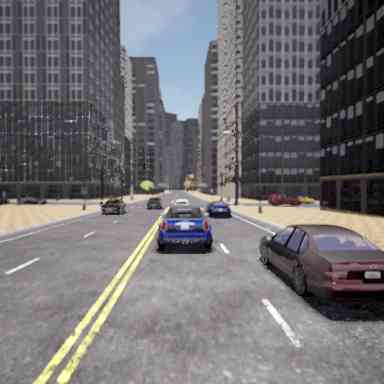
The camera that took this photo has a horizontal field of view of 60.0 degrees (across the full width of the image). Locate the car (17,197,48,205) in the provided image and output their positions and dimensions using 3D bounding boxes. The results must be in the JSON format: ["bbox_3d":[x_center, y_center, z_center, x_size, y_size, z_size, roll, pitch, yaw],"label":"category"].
[{"bbox_3d":[-24.490,1.371,51.121,4.313,1.339,1.947,0,1,-1],"label":"car"}]

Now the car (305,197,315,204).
[{"bbox_3d":[19.732,1.459,60.501,4.829,1.417,1.752,0,1,-1],"label":"car"}]

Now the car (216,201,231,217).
[{"bbox_3d":[2.362,1.487,30.391,1.994,1.385,4.181,0,0,-2],"label":"car"}]

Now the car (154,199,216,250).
[{"bbox_3d":[-0.324,1.321,14.455,2.097,1.767,4.553,0,0,-2],"label":"car"}]

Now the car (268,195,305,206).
[{"bbox_3d":[14.430,1.368,52.015,5.009,1.841,2.192,0,1,-1],"label":"car"}]

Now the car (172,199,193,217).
[{"bbox_3d":[-0.945,1.453,31.843,1.812,1.442,4.674,0,0,-2],"label":"car"}]

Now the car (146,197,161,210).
[{"bbox_3d":[-4.690,1.415,42.204,1.837,1.490,4.892,0,0,-2],"label":"car"}]

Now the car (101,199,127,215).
[{"bbox_3d":[-7.666,1.448,32.848,1.837,1.490,4.892,0,0,-2],"label":"car"}]

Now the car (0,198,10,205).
[{"bbox_3d":[-30.176,1.349,51.046,4.206,1.307,1.802,0,1,-1],"label":"car"}]

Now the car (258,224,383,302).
[{"bbox_3d":[3.140,1.522,8.436,2.033,1.411,5.357,0,0,-2],"label":"car"}]
